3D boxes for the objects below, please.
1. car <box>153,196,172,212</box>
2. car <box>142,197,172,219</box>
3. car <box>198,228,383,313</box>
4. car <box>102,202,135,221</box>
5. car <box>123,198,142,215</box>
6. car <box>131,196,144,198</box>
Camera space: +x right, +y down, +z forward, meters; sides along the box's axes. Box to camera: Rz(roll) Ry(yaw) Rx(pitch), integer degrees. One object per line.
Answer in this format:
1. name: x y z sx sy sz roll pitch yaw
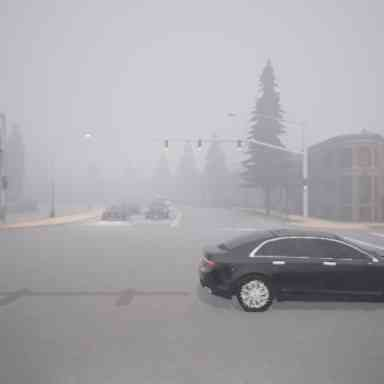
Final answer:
1. car: -4.104 1.639 45.609 2.150 2.045 5.566 0 -1 -10
2. car: -3.305 1.648 32.374 2.097 1.767 4.553 0 -1 -1
3. car: 2.584 1.582 7.220 4.892 1.490 1.837 0 -1 0
4. car: -6.768 1.840 30.163 1.994 1.385 4.181 0 -1 -1
5. car: -6.982 1.833 38.906 1.882 1.535 5.008 0 0 -3
6. car: -9.685 1.774 60.733 2.150 2.045 5.566 0 0 -31
